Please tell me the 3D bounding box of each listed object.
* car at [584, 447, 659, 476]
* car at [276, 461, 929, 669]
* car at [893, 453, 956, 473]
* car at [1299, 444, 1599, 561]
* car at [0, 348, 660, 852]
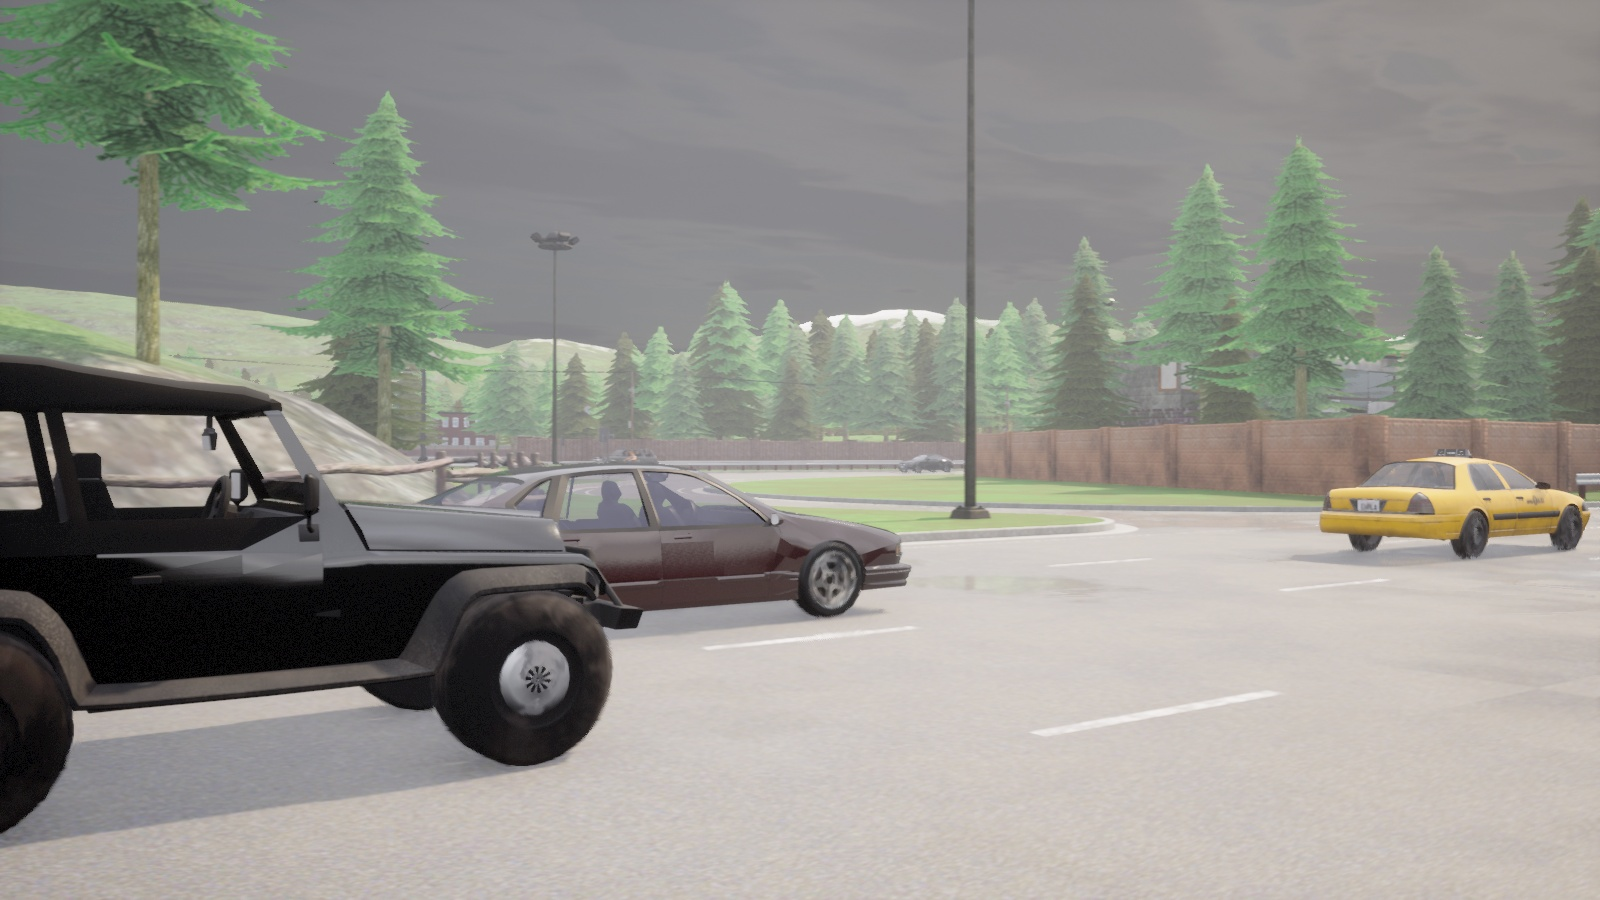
[{"bbox_3d":[-12.007,0.797,84.465,4.605,1.855,1.932,1,-1,-35],"label":"car"},{"bbox_3d":[-1.565,0.823,11.099,5.357,1.411,2.033,0,0,-35],"label":"car"},{"bbox_3d":[9.461,0.984,95.224,4.674,1.442,1.812,0,0,-35],"label":"car"},{"bbox_3d":[10.012,0.710,19.160,5.366,1.575,1.801,0,0,-35],"label":"car"},{"bbox_3d":[-2.832,0.561,5.953,3.866,1.878,1.905,0,0,-35],"label":"car"}]
